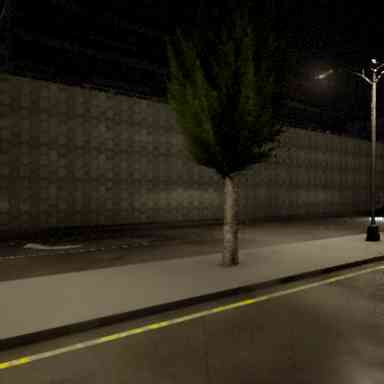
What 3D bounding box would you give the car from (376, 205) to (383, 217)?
[{"bbox_3d":[19.544,1.738,32.036,4.181,1.385,1.994,0,0,-35],"label":"car"}]
